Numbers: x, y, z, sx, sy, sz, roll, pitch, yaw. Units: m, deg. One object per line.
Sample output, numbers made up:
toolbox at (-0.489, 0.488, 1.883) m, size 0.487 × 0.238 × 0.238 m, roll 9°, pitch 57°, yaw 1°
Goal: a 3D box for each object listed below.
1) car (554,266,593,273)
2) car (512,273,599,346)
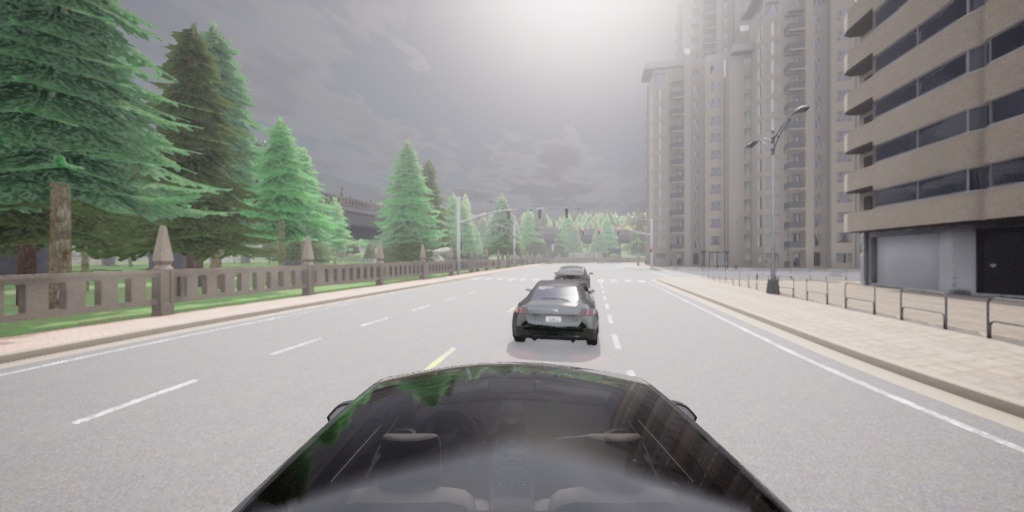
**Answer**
car at (3.296, 1.268, 19.383) m, size 1.837 × 1.490 × 4.892 m, roll 0°, pitch 0°, yaw 12°
car at (1.261, 1.320, 9.610) m, size 1.994 × 1.385 × 4.181 m, roll 0°, pitch 0°, yaw 11°
